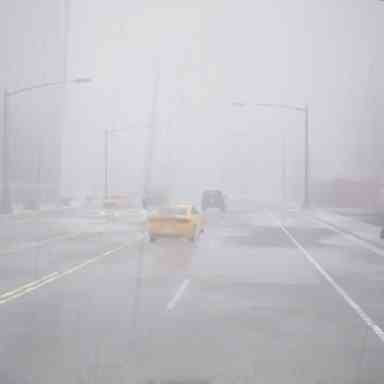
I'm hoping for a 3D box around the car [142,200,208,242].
[{"bbox_3d":[-0.591,1.340,15.633,1.882,1.535,5.008,0,0,9],"label":"car"}]

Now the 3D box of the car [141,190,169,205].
[{"bbox_3d":[-4.149,0.766,38.745,2.150,2.045,5.566,0,1,9],"label":"car"}]

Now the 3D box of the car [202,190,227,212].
[{"bbox_3d":[2.236,0.831,33.198,2.150,2.045,5.566,0,1,9],"label":"car"}]

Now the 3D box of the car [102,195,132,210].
[{"bbox_3d":[-8.083,1.065,36.365,1.882,1.535,5.008,0,1,9],"label":"car"}]
